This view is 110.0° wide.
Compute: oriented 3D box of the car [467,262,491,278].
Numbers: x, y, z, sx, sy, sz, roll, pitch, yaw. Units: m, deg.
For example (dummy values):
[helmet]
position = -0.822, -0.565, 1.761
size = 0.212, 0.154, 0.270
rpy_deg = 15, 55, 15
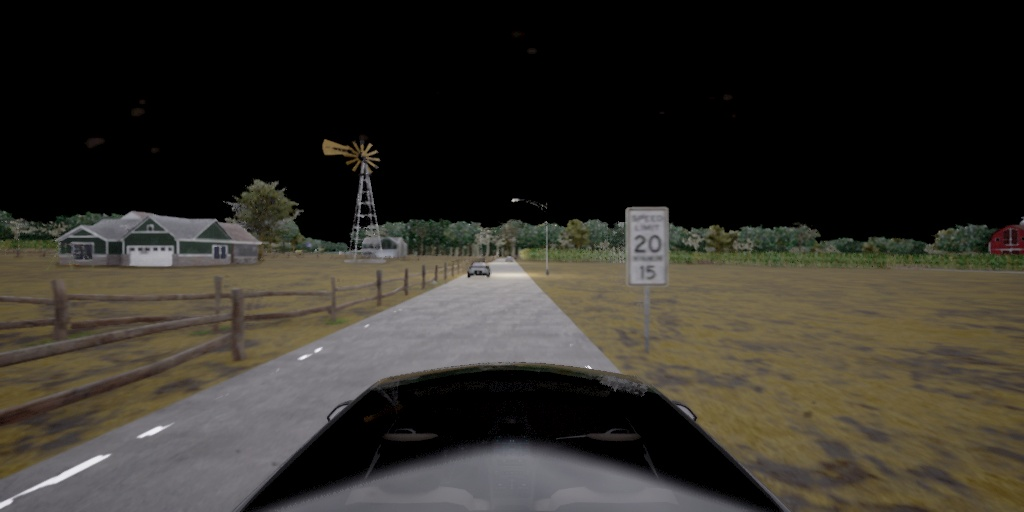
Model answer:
[car]
position = -2.998, 1.277, 33.550
size = 1.994, 1.385, 4.181
rpy_deg = 0, 0, 0
